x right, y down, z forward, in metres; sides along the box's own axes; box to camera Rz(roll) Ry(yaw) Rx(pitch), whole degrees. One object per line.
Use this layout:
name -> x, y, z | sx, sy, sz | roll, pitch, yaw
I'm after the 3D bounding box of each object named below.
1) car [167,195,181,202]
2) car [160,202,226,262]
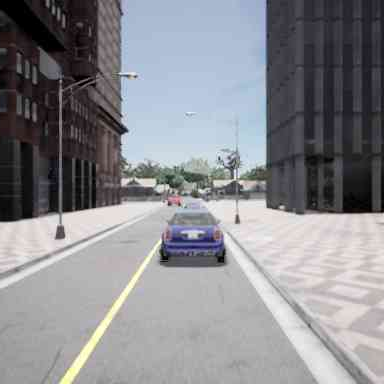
car -> -3.039, 1.487, 58.199 | 2.150, 2.045, 5.566 | 0, 0, 1
car -> 0.048, 1.406, 12.517 | 2.097, 1.767, 4.553 | 0, 0, 1
